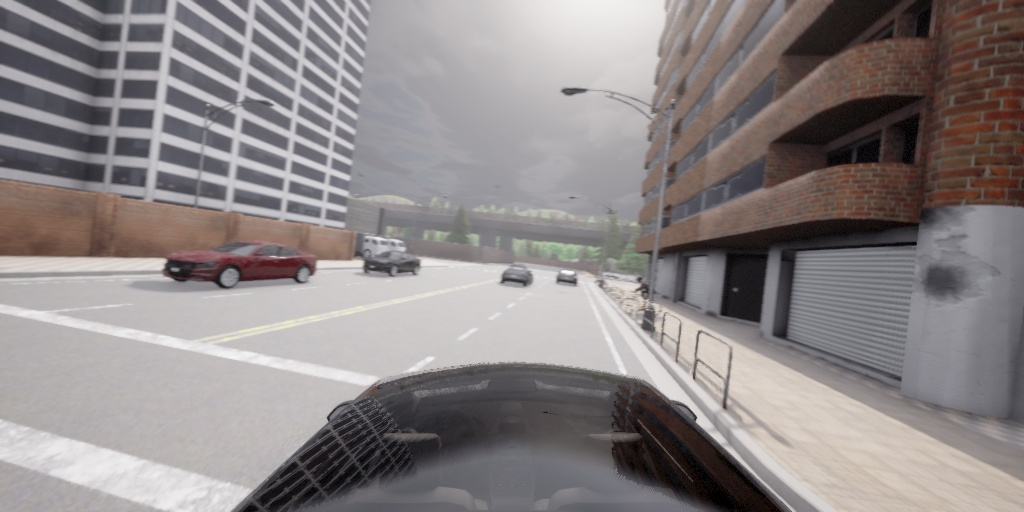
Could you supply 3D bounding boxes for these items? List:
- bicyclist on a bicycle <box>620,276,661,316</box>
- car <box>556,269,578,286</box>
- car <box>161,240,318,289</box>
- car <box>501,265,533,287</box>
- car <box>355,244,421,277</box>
[{"bbox_3d":[5.448,1.693,15.058,1.656,1.620,0.582,6,0,10],"label":"bicyclist on a bicycle"},{"bbox_3d":[5.209,1.961,33.898,1.994,1.385,4.181,7,0,10],"label":"car"},{"bbox_3d":[-9.214,0.176,12.746,1.882,1.535,5.008,7,0,10],"label":"car"},{"bbox_3d":[0.465,1.402,26.848,1.994,1.385,4.181,7,0,10],"label":"car"},{"bbox_3d":[-7.473,0.392,22.787,1.882,1.535,5.008,7,0,10],"label":"car"}]
